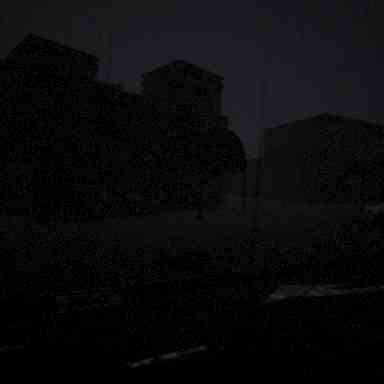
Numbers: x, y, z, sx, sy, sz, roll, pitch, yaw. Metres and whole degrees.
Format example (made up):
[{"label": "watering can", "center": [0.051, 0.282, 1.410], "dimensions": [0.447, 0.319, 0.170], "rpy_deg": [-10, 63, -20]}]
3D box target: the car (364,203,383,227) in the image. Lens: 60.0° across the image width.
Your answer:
[{"label": "car", "center": [11.781, 1.128, 17.778], "dimensions": [4.674, 1.452, 2.002], "rpy_deg": [-2, 0, 44]}]
